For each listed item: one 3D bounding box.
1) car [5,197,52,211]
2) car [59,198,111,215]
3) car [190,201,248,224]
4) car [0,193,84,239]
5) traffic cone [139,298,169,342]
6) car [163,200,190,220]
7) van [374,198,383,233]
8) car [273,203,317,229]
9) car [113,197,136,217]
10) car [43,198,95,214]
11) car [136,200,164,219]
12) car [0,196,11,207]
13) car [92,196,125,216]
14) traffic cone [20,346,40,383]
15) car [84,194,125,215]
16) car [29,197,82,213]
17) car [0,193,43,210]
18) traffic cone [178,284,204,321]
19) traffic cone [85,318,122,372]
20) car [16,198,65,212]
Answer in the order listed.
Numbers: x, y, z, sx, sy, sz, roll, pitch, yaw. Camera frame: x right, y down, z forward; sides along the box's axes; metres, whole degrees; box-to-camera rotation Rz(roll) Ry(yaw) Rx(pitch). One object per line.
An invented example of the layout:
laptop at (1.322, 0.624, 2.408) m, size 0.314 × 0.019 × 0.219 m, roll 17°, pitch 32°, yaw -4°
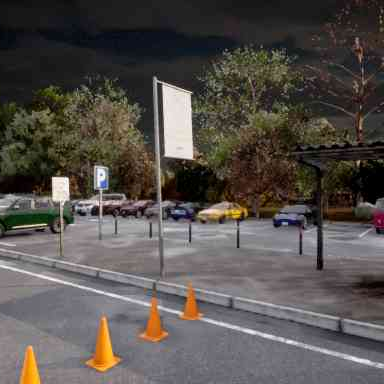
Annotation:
car at (-20.203, 1.452, 41.294) m, size 2.163 × 1.488 × 4.792 m, roll 0°, pitch 0°, yaw 35°
car at (-11.134, 1.461, 34.875) m, size 2.231 × 1.521 × 4.892 m, roll 0°, pitch 0°, yaw 35°
car at (2.385, 1.474, 25.151) m, size 1.946 × 1.575 × 5.366 m, roll 0°, pitch 0°, yaw 35°
car at (-8.876, 1.221, 17.272) m, size 2.435 × 2.045 × 5.566 m, roll 0°, pitch 0°, yaw 35°
traffic cone at (-0.591, 1.957, 5.202) m, size 0.340 × 0.580 × 0.340 m, roll 0°, pitch 0°, yaw 35°
car at (0.238, 1.504, 26.923) m, size 2.163 × 1.488 × 4.792 m, roll 0°, pitch 0°, yaw 35°
van at (11.641, 1.263, 19.013) m, size 1.878 × 1.987 × 4.442 m, roll 0°, pitch 0°, yaw 35°
car at (7.017, 1.513, 22.086) m, size 2.163 × 1.488 × 4.792 m, roll 0°, pitch 0°, yaw 35°
car at (-4.317, 1.469, 30.096) m, size 2.097 × 1.535 × 5.008 m, roll 0°, pitch 0°, yaw 35°
car at (-13.406, 1.454, 36.474) m, size 2.097 × 1.535 × 5.008 m, roll 0°, pitch 0°, yaw 35°
car at (-2.045, 1.473, 28.500) m, size 2.231 × 1.521 × 4.892 m, roll 0°, pitch 0°, yaw 35°
car at (-29.195, 1.332, 47.808) m, size 1.946 × 1.575 × 5.366 m, roll 1°, pitch 0°, yaw 35°
car at (-6.588, 1.466, 31.692) m, size 2.097 × 1.535 × 5.008 m, roll 0°, pitch 0°, yaw 35°
traffic cone at (-1.742, 1.957, 3.570) m, size 0.340 × 0.580 × 0.340 m, roll 0°, pitch 0°, yaw 35°
car at (-8.878, 1.212, 33.261) m, size 2.435 × 2.045 × 5.566 m, roll 0°, pitch 0°, yaw 35°
car at (-15.569, 1.444, 38.226) m, size 1.946 × 1.575 × 5.366 m, roll 0°, pitch 0°, yaw 35°
car at (-22.504, 1.153, 42.842) m, size 2.435 × 2.045 × 5.566 m, roll 0°, pitch 0°, yaw 35°
traffic cone at (-0.016, 1.957, 6.018) m, size 0.340 × 0.580 × 0.340 m, roll 0°, pitch 0°, yaw 36°
traffic cone at (-1.166, 1.957, 4.386) m, size 0.340 × 0.580 × 0.340 m, roll 0°, pitch 0°, yaw 35°
car at (-17.960, 1.468, 39.646) m, size 2.163 × 1.488 × 4.792 m, roll 0°, pitch 0°, yaw 35°
